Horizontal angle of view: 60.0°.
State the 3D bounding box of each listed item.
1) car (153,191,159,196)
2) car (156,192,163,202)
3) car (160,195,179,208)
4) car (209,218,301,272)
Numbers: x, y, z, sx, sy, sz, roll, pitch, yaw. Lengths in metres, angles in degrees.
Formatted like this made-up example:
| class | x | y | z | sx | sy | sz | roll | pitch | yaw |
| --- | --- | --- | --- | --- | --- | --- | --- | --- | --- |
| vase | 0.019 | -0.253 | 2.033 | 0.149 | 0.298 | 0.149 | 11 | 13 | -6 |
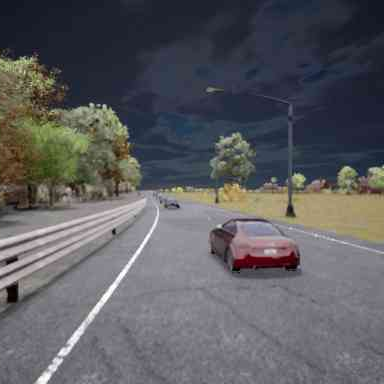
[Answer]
| class | x | y | z | sx | sy | sz | roll | pitch | yaw |
| --- | --- | --- | --- | --- | --- | --- | --- | --- | --- |
| car | -7.558 | 1.153 | 79.139 | 2.033 | 1.411 | 5.357 | 0 | 0 | -8 |
| car | -4.787 | 1.275 | 58.880 | 2.033 | 1.411 | 5.357 | 0 | 0 | -8 |
| car | -2.738 | 1.354 | 43.920 | 2.033 | 1.411 | 5.357 | 0 | 0 | -8 |
| car | 1.800 | 1.534 | 10.752 | 1.994 | 1.385 | 4.181 | 0 | 0 | -8 |
